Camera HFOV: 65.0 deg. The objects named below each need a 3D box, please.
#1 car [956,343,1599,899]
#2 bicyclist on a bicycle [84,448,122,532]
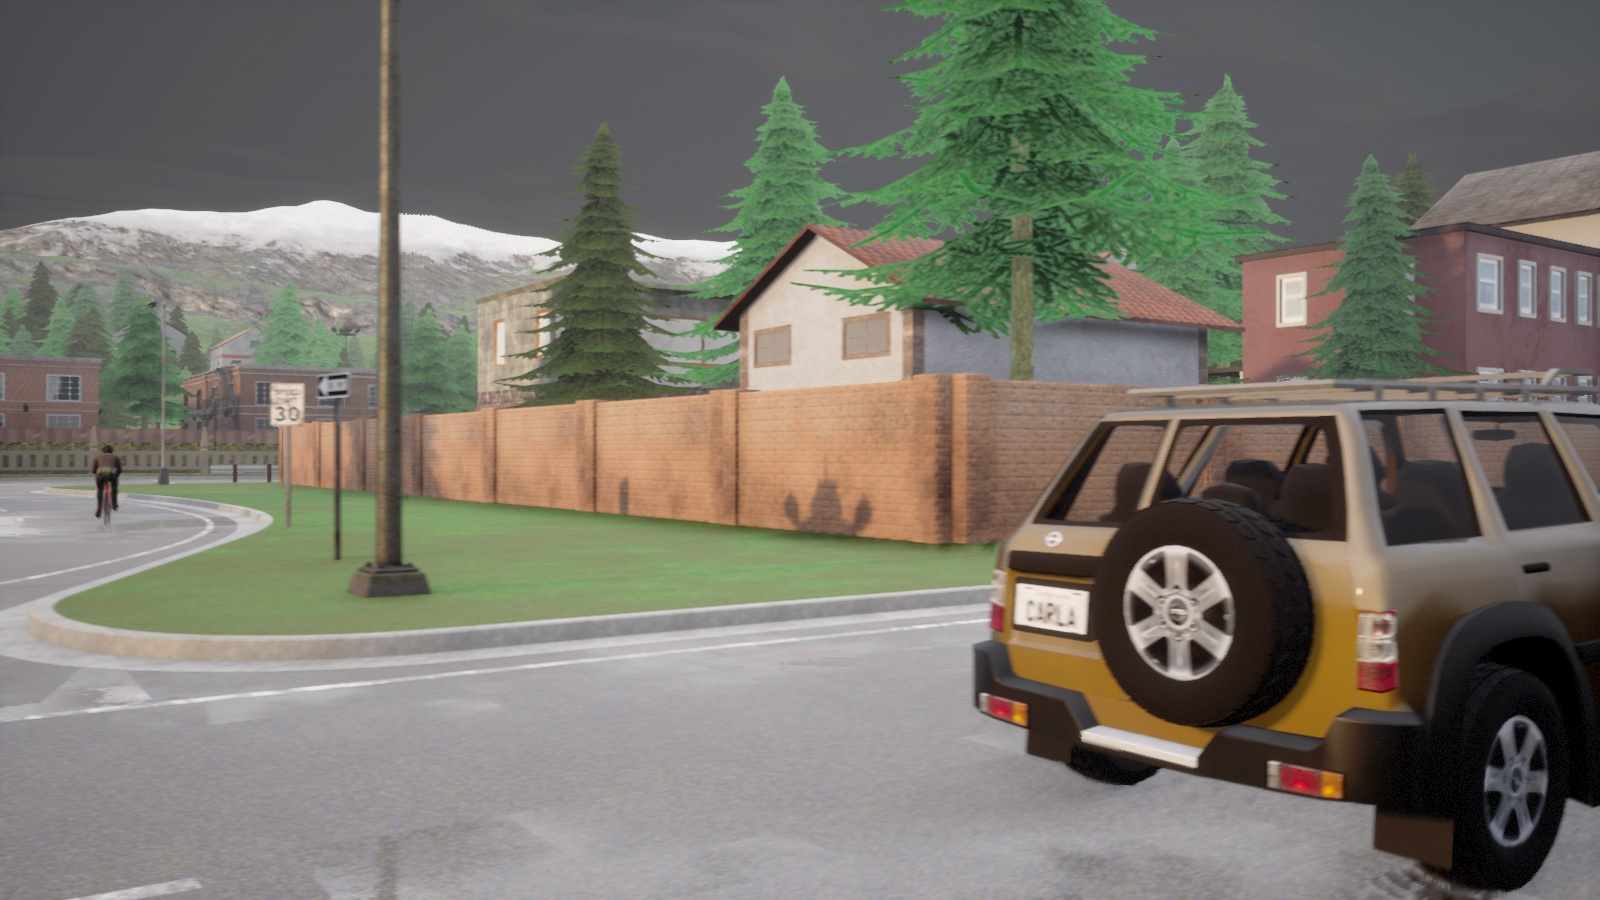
[{"bbox_3d":[3.114,0.573,5.828,4.605,1.855,1.932,-1,1,-35],"label":"car"},{"bbox_3d":[-14.094,0.790,25.414,0.582,1.620,1.656,-1,0,-26],"label":"bicyclist on a bicycle"}]
